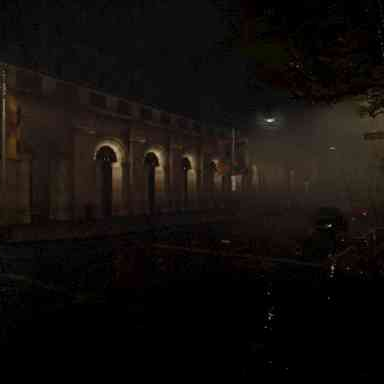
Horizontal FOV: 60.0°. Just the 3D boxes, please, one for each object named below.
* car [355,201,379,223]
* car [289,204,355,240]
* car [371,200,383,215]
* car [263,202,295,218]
[{"bbox_3d":[12.722,1.595,25.379,1.895,1.301,4.718,0,0,36],"label":"car"},{"bbox_3d":[6.880,1.521,17.264,1.812,1.442,4.674,0,0,36],"label":"car"},{"bbox_3d":[18.741,1.540,33.697,2.033,1.411,5.357,0,0,36],"label":"car"},{"bbox_3d":[8.212,1.585,30.491,1.895,1.301,4.718,0,0,36],"label":"car"}]
